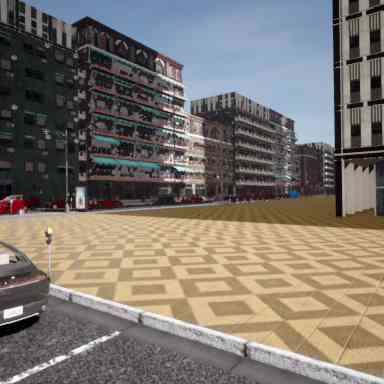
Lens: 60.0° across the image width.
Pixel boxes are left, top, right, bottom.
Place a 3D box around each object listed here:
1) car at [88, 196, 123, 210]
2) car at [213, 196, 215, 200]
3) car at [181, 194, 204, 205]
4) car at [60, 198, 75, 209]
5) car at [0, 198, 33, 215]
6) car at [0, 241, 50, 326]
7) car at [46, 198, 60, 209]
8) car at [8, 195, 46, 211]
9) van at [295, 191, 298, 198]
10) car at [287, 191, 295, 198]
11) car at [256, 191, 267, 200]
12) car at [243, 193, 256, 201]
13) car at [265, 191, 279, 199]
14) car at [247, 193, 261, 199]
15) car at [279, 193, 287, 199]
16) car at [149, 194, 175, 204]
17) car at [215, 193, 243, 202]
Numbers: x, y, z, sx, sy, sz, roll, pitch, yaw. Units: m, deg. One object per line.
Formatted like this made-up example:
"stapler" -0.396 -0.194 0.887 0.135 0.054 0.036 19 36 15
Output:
"car" -9.616 1.186 36.933 1.967 1.590 4.097 -1 0 36
"car" 6.388 1.028 73.144 1.967 1.590 4.097 -1 0 36
"car" 0.146 1.062 50.338 1.967 1.590 4.097 -1 0 36
"car" -13.457 1.346 41.493 1.812 1.442 4.674 -1 0 36
"car" -16.122 1.413 27.996 1.802 1.307 4.206 -1 0 36
"car" -4.419 1.553 6.221 4.403 1.369 2.008 0 -1 36
"car" -16.388 1.415 41.868 1.887 1.381 4.507 -1 0 36
"car" -19.644 1.228 37.399 2.192 1.841 5.009 -1 0 36
"van" 26.176 0.654 86.084 1.690 1.788 3.998 -1 0 36
"car" 22.925 0.931 81.616 1.802 1.307 4.206 -1 0 36
"car" 13.163 1.046 68.210 1.802 1.307 4.206 -1 0 36
"car" 9.909 1.048 63.742 1.887 1.381 4.507 -1 0 36
"car" 16.414 0.740 72.679 2.192 1.841 5.009 -1 0 36
"car" 16.152 1.040 86.550 1.947 1.339 4.313 -1 0 36
"car" 19.670 0.938 77.147 2.008 1.369 4.403 -1 0 36
"car" -4.816 1.062 53.318 2.097 1.767 4.553 -1 0 36
"car" 6.655 1.093 59.274 2.008 1.369 4.403 -1 0 36
